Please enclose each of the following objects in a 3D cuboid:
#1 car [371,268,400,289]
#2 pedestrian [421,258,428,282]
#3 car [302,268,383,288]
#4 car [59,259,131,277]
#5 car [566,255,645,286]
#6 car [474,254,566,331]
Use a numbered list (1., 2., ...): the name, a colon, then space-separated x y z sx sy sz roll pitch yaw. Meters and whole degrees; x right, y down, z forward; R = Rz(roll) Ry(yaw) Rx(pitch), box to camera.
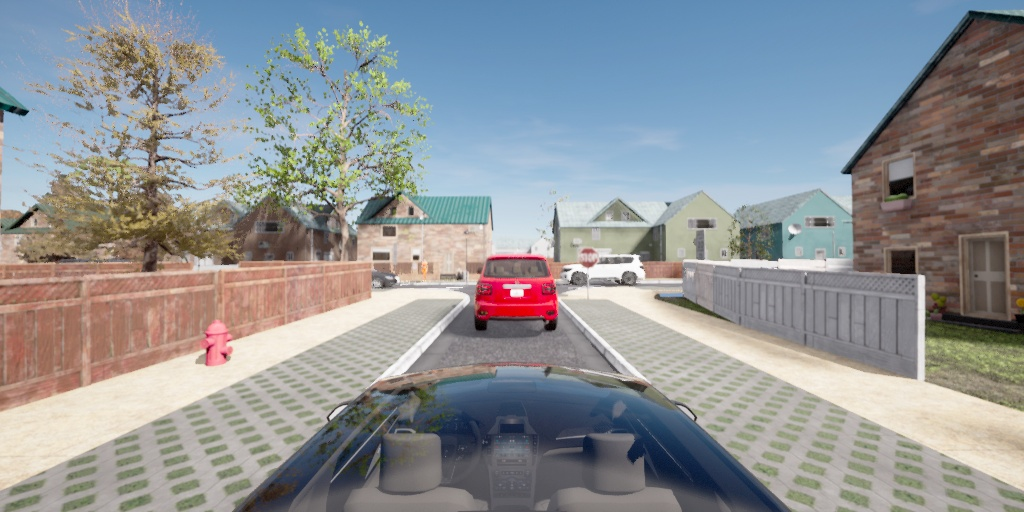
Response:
1. car: -9.287 1.297 21.622 4.902 1.511 2.128 -1 -1 1
2. pedestrian: -6.704 1.054 27.455 0.375 1.860 0.375 0 -1 1
3. car: -11.632 1.502 24.837 4.718 1.301 1.895 -1 -1 -1
4. car: -24.370 1.187 21.830 5.566 2.045 2.150 0 -1 1
5. car: 6.086 0.950 24.372 5.566 2.045 2.150 0 -1 1
6. car: 0.077 0.952 11.084 2.150 2.045 5.566 0 0 -1
